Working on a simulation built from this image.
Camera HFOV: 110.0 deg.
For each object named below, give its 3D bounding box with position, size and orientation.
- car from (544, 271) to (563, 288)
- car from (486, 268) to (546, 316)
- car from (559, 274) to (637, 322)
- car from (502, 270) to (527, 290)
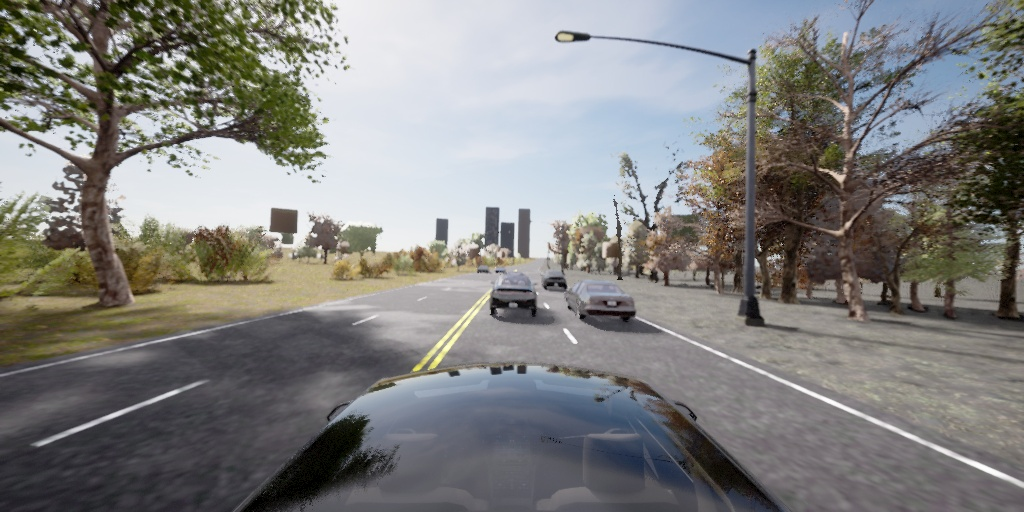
[{"bbox_3d":[3.496,1.985,30.238,1.837,1.490,4.892,2,0,1],"label":"car"},{"bbox_3d":[0.089,1.534,15.307,2.128,1.511,4.902,2,0,1],"label":"car"},{"bbox_3d":[3.321,1.659,14.333,2.033,1.411,5.357,2,-1,1],"label":"car"},{"bbox_3d":[0.241,1.970,30.246,1.994,1.385,4.181,1,-1,1],"label":"car"}]
